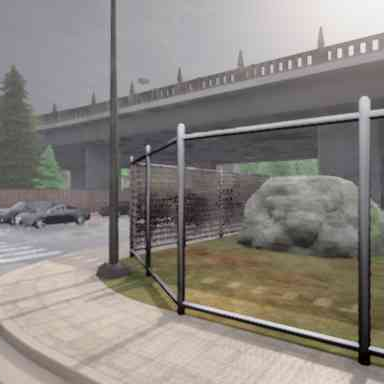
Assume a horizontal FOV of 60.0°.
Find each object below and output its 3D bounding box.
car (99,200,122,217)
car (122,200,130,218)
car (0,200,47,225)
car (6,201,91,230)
[{"bbox_3d":[-6.462,1.522,31.446,1.882,1.535,5.008,0,0,36],"label":"car"},{"bbox_3d":[-3.612,1.572,29.413,1.812,1.442,4.674,0,0,36],"label":"car"},{"bbox_3d":[-11.837,1.396,23.952,2.097,1.767,4.553,0,0,36],"label":"car"},{"bbox_3d":[-9.014,1.537,21.884,2.128,1.511,4.902,0,0,36],"label":"car"}]
